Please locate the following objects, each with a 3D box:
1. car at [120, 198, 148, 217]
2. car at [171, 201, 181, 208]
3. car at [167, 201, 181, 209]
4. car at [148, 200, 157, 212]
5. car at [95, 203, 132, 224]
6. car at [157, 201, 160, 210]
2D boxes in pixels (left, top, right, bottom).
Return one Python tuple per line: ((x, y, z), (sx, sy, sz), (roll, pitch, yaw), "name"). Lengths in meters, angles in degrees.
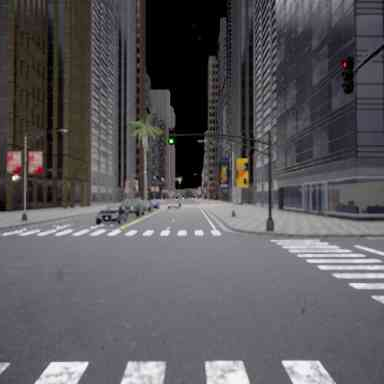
((-6.673, 1.683, 37.283), (2.150, 2.045, 5.566), (0, -1, 0), "car")
((-3.285, 2.468, 68.521), (1.994, 1.385, 4.181), (0, -1, 0), "car")
((-3.267, 2.363, 58.626), (1.895, 1.301, 4.718), (0, -1, 0), "car")
((-6.684, 1.950, 47.209), (2.097, 1.767, 4.553), (0, -1, 0), "car")
((-6.654, 1.904, 27.956), (1.994, 1.385, 4.181), (0, -1, 0), "car")
((-6.661, 2.220, 57.346), (1.882, 1.535, 5.008), (0, -1, 0), "car")
